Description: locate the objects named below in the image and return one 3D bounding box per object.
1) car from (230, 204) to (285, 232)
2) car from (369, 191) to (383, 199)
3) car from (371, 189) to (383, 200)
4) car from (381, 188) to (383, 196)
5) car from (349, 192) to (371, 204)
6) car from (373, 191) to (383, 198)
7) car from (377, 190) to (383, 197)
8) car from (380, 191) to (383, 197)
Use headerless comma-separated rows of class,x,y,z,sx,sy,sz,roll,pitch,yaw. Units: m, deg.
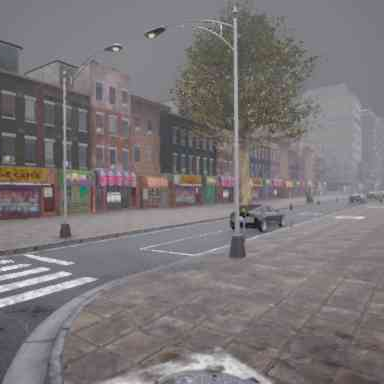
car,3.614,1.312,18.087,1.947,1.339,4.313,0,1,35
car,34.646,0.555,62.310,1.947,1.339,4.313,0,1,35
car,31.543,0.616,57.887,2.008,1.369,4.403,0,1,35
car,47.058,-0.002,79.995,2.192,1.841,5.009,0,1,35
car,22.233,0.843,44.620,2.008,1.369,4.403,0,1,35
car,37.749,0.479,66.732,1.947,1.339,4.313,0,1,35
car,40.950,0.359,71.293,1.752,1.417,4.829,0,1,35
car,43.956,0.342,75.577,1.802,1.307,4.206,0,1,35
